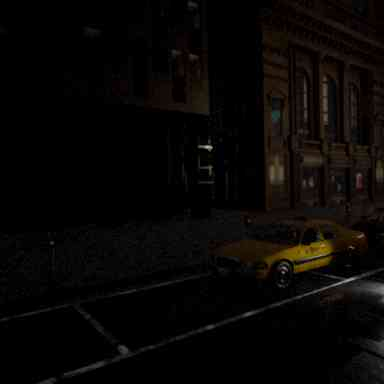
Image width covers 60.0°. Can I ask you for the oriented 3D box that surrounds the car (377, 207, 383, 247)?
[{"bbox_3d":[7.342,1.176,11.865,4.403,1.369,2.008,-2,1,-35],"label":"car"}]

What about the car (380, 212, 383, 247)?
[{"bbox_3d":[6.892,1.201,8.278,4.892,1.490,1.837,-2,1,-35],"label":"car"}]

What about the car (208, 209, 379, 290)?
[{"bbox_3d":[2.622,1.321,8.507,4.829,1.417,1.752,-2,1,-35],"label":"car"}]
